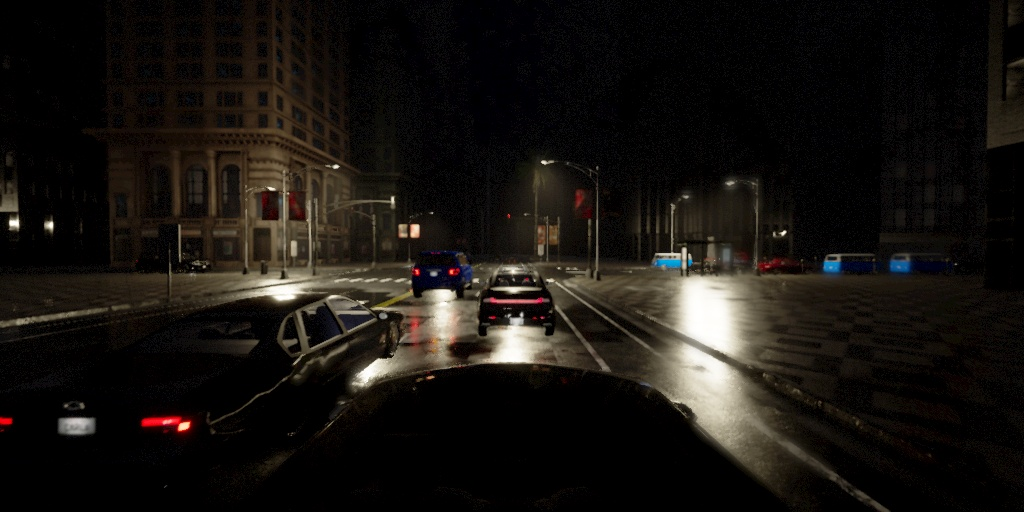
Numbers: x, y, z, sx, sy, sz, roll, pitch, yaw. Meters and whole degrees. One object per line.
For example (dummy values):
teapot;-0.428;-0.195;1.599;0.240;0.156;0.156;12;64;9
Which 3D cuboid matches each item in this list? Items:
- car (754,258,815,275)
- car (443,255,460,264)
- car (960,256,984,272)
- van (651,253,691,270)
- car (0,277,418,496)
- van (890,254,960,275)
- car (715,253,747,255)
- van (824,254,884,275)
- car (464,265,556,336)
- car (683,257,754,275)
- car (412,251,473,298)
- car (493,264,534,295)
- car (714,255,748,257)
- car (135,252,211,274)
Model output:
car;22.738;0.979;29.856;4.207;1.307;1.802;0;0;0
car;-9.838;0.614;58.706;1.994;1.385;4.181;0;1;0
car;45.339;0.794;35.652;4.902;1.511;2.128;0;1;0
van;17.053;0.612;38.377;3.998;1.789;1.690;0;0;0
car;-3.153;1.255;5.128;2.033;1.411;5.357;0;1;1
van;34.093;0.732;29.864;3.998;1.789;1.690;0;0;0
car;22.731;0.582;38.380;5.009;1.841;2.192;0;0;0
van;28.416;0.734;29.860;3.998;1.789;1.690;0;0;0
car;0.093;1.137;9.989;2.128;1.511;4.902;0;1;0
car;17.061;0.951;29.853;4.403;1.370;2.007;0;0;0
car;-3.156;0.781;17.157;2.150;2.045;5.566;0;1;0
car;0.078;1.136;19.105;1.895;1.301;4.718;0;1;0
car;21.272;0.856;35.708;5.357;1.411;2.033;0;1;0
car;-30.704;0.623;32.564;5.566;2.045;2.150;0;1;0
